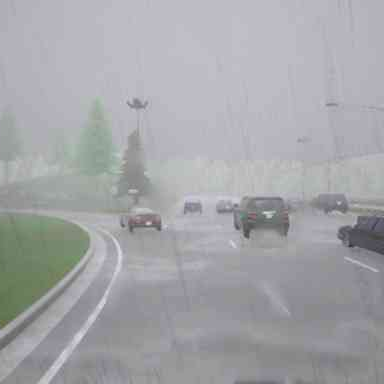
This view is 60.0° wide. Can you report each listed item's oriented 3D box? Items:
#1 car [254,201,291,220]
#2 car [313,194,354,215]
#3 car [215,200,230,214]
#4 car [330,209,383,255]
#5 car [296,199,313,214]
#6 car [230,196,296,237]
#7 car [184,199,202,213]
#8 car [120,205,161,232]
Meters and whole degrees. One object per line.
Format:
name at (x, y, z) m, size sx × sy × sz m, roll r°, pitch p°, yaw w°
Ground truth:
car at (7.110, 1.543, 29.864) m, size 2.033 × 1.411 × 5.357 m, roll 0°, pitch 0°, yaw 0°
car at (14.113, 1.216, 34.532) m, size 2.150 × 2.045 × 5.566 m, roll 0°, pitch 0°, yaw 0°
car at (3.612, 1.559, 35.884) m, size 1.994 × 1.385 × 4.181 m, roll 0°, pitch 0°, yaw 0°
car at (7.104, 1.546, 11.752) m, size 2.033 × 1.411 × 5.357 m, roll 0°, pitch 0°, yaw 0°
car at (10.612, 1.487, 35.317) m, size 2.128 × 1.511 × 4.902 m, roll 0°, pitch 0°, yaw 0°
car at (3.607, 1.219, 18.071) m, size 2.150 × 2.045 × 5.566 m, roll 0°, pitch 0°, yaw 0°
car at (0.113, 1.473, 36.927) m, size 1.882 × 1.535 × 5.008 m, roll 0°, pitch 0°, yaw 0°
car at (-3.143, 1.523, 20.046) m, size 1.812 × 1.442 × 4.674 m, roll 0°, pitch 0°, yaw -21°
